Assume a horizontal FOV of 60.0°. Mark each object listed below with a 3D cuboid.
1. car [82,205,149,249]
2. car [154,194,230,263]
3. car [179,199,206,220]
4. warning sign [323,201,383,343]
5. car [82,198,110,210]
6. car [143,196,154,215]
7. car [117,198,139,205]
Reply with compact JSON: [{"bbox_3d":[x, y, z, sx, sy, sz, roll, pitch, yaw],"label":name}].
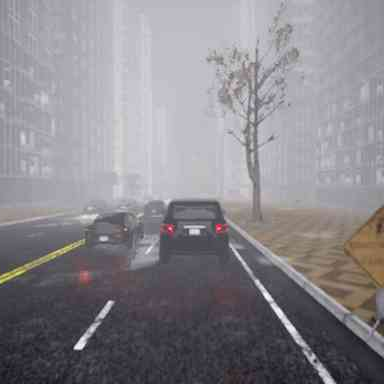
[{"bbox_3d":[-3.179,1.502,14.287,1.812,1.442,4.674,0,0,0],"label":"car"},{"bbox_3d":[0.073,1.201,12.086,2.150,2.045,5.566,0,0,0],"label":"car"},{"bbox_3d":[0.042,1.439,28.901,2.128,1.511,4.902,0,0,0],"label":"car"},{"bbox_3d":[2.857,1.104,5.017,1.300,1.860,1.060,1,1,0],"label":"warning sign"},{"bbox_3d":[-9.907,1.436,34.701,2.128,1.511,4.902,0,0,0],"label":"car"},{"bbox_3d":[-3.208,1.424,30.355,1.882,1.535,5.008,0,0,0],"label":"car"},{"bbox_3d":[-6.658,1.433,34.707,2.128,1.511,4.902,0,0,0],"label":"car"}]
